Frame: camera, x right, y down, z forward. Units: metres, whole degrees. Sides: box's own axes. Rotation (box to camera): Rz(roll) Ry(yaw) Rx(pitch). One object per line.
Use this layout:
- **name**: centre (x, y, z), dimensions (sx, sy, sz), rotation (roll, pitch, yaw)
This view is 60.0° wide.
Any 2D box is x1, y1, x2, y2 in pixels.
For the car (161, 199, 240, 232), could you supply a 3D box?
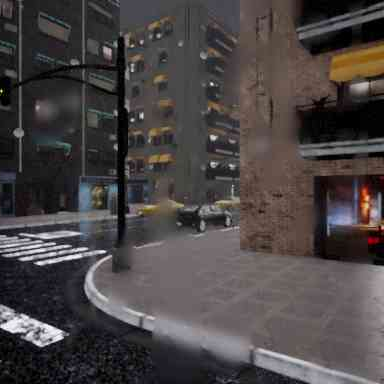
- **car**: centre (0.631, 1.328, 18.292), dimensions (2.008, 1.369, 4.403), rotation (1, 1, 36)

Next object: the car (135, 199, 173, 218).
- **car**: centre (-2.524, 1.245, 27.351), dimensions (1.752, 1.417, 4.829), rotation (1, 1, 36)

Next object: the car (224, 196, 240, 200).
- **car**: centre (4.147, 1.104, 36.523), dimensions (1.752, 1.417, 4.829), rotation (1, 1, 36)
